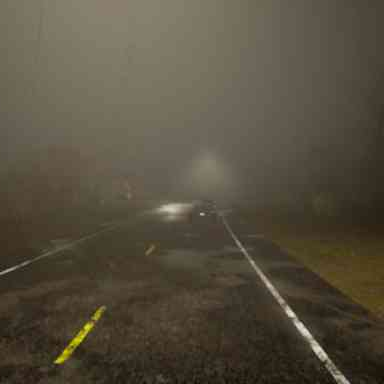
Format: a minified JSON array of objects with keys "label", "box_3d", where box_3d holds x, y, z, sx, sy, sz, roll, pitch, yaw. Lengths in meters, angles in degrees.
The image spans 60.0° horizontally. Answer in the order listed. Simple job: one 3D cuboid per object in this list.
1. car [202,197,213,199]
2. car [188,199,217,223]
[{"label":"car","box_3d":[1.910,1.337,40.976,1.812,1.442,4.674,0,0,5]},{"label":"car","box_3d":[0.771,1.454,24.175,1.994,1.385,4.181,0,0,3]}]
